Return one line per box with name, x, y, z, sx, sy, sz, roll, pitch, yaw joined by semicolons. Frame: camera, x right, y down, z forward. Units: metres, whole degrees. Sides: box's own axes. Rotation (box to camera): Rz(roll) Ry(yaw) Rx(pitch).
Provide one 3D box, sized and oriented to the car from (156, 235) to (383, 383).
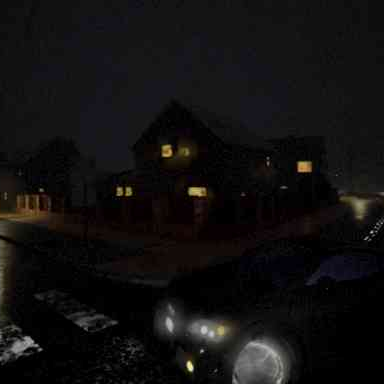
car;1.618;1.363;4.663;4.181;1.385;1.994;-2;3;-18
